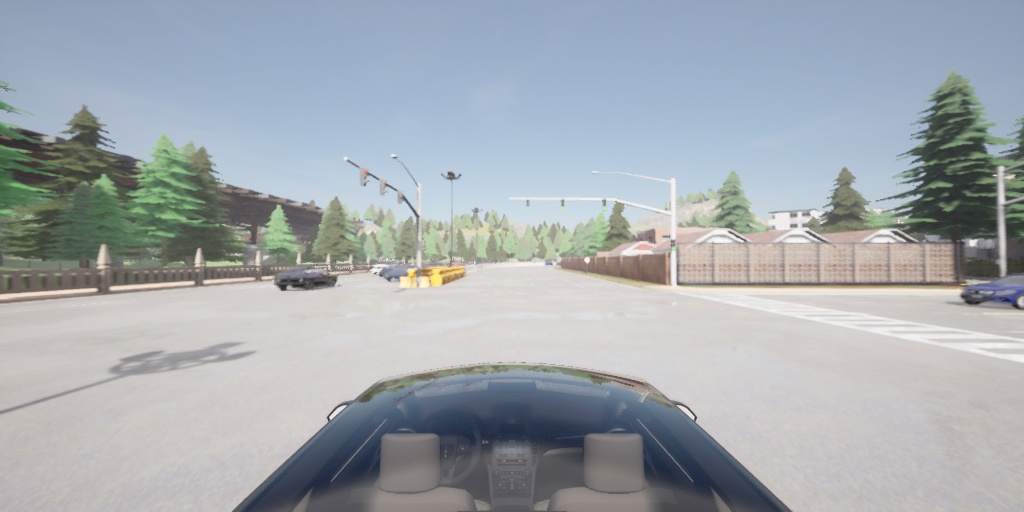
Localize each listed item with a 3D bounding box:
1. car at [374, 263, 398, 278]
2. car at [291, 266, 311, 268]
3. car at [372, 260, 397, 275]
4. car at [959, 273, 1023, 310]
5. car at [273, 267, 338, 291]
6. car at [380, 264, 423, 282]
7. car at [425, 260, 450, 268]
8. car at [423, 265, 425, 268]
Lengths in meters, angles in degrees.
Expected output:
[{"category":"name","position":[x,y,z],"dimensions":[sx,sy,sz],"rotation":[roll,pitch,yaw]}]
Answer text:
[{"category":"car","position":[-14.063,1.827,42.038],"dimensions":[1.994,1.385,4.181],"rotation":[0,-1,0]},{"category":"car","position":[-17.586,1.613,29.809],"dimensions":[1.837,1.490,4.892],"rotation":[0,-1,0]},{"category":"car","position":[-17.514,1.590,50.005],"dimensions":[2.150,2.045,5.566],"rotation":[0,-1,1]},{"category":"car","position":[21.890,1.444,15.023],"dimensions":[4.674,1.442,1.812],"rotation":[0,-1,2]},{"category":"car","position":[-13.989,1.644,24.716],"dimensions":[1.895,1.301,4.718],"rotation":[0,-1,0]},{"category":"car","position":[-10.583,1.717,34.698],"dimensions":[2.033,1.411,5.357],"rotation":[0,-1,0]},{"category":"car","position":[-10.521,1.738,51.730],"dimensions":[2.097,1.767,4.553],"rotation":[0,-1,0]},{"category":"car","position":[-13.982,2.006,53.176],"dimensions":[1.895,1.301,4.718],"rotation":[0,-1,0]}]
